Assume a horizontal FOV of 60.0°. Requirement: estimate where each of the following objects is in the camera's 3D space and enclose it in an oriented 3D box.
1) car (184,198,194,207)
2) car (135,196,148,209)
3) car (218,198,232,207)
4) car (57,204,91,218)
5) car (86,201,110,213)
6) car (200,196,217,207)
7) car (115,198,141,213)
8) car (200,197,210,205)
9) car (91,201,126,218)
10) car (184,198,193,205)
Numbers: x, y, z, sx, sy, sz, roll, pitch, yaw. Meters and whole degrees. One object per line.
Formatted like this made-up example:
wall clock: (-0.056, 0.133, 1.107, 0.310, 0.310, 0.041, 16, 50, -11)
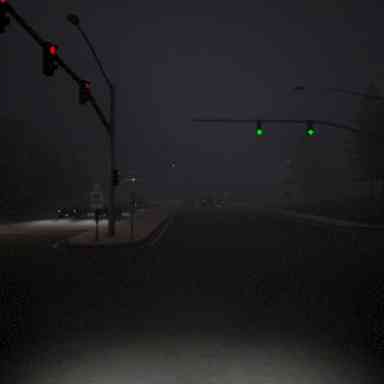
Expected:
car: (-0.582, 1.970, 61.380, 1.882, 1.535, 5.008, 0, 0, -1)
car: (-8.504, 1.653, 53.801, 2.150, 2.045, 5.566, 0, 0, 0)
car: (6.412, 2.021, 61.860, 1.812, 1.442, 4.674, 0, 0, -1)
car: (-11.757, 1.868, 33.319, 1.895, 1.301, 4.718, 0, 0, -1)
car: (-11.882, 1.864, 42.220, 1.812, 1.442, 4.674, 0, 0, -1)
car: (2.920, 1.713, 61.347, 2.150, 2.045, 5.566, 0, 0, -1)
car: (-8.396, 1.893, 43.093, 2.033, 1.411, 5.357, 0, 0, -1)
car: (2.760, 1.895, 71.869, 2.097, 1.767, 4.553, 0, 0, -1)
car: (-8.258, 1.869, 33.448, 1.895, 1.301, 4.718, 0, 0, -1)
car: (-0.740, 2.080, 71.818, 1.994, 1.385, 4.181, 0, 0, -1)
